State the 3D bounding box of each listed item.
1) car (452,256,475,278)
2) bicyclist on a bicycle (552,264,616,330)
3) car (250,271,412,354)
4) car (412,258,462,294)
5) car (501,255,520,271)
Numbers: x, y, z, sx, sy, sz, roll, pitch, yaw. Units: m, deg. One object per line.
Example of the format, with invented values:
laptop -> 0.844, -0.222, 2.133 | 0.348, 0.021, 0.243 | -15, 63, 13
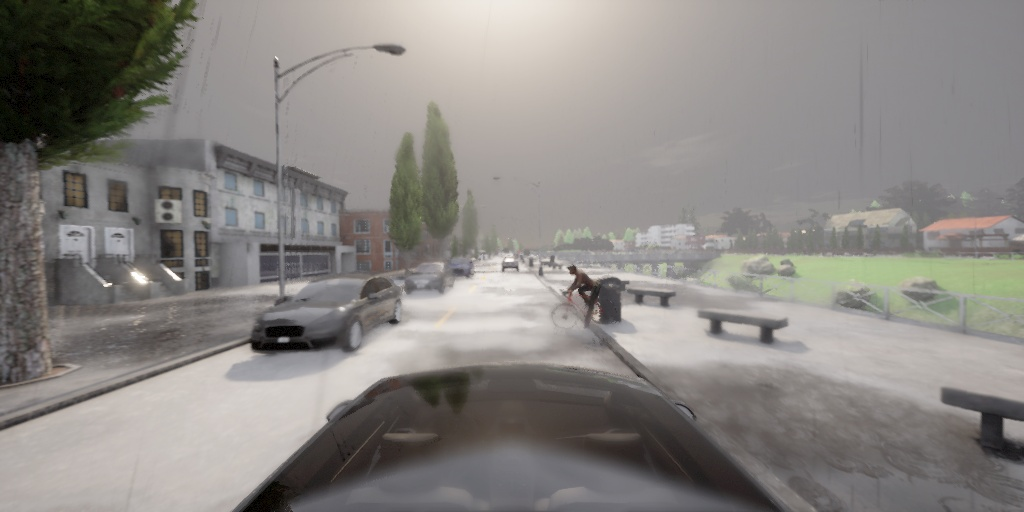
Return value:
car -> -4.268, 0.837, 29.160 | 2.097, 1.767, 4.553 | -1, 1, 0
bicyclist on a bicycle -> 1.759, 1.015, 9.041 | 1.656, 1.620, 0.582 | -7, 1, 0
car -> -4.153, 1.238, 8.912 | 1.837, 1.490, 4.892 | -1, 1, 0
car -> -4.220, 1.101, 19.025 | 2.128, 1.511, 4.902 | -1, 1, 0
car -> -0.166, 0.845, 38.616 | 2.033, 1.411, 5.357 | -1, 1, 0
